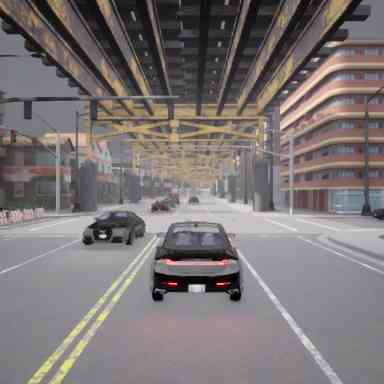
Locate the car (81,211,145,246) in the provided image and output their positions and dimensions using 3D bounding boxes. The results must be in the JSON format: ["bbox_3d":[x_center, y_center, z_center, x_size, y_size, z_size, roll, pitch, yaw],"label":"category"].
[{"bbox_3d":[-3.427,1.562,15.164,1.994,1.385,4.181,0,0,4],"label":"car"}]

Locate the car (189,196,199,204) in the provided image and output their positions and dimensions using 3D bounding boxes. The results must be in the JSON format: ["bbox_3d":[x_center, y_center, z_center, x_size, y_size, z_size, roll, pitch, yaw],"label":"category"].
[{"bbox_3d":[0.341,1.475,64.646,1.812,1.442,4.674,0,0,0],"label":"car"}]

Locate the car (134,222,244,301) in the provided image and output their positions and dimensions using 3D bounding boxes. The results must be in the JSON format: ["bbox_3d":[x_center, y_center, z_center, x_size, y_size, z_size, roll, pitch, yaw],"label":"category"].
[{"bbox_3d":[0.103,1.490,8.309,2.128,1.511,4.902,0,0,0],"label":"car"}]

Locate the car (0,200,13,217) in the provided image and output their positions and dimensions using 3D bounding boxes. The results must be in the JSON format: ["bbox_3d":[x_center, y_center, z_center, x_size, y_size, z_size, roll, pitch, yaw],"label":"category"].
[{"bbox_3d":[-16.715,1.291,25.986,4.536,1.218,1.853,0,0,-20],"label":"car"}]

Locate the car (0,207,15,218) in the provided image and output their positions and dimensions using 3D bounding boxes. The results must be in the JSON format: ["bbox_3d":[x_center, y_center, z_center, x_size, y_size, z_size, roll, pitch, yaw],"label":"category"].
[{"bbox_3d":[-16.666,1.449,26.004,4.974,1.542,2.038,0,0,-20],"label":"car"}]

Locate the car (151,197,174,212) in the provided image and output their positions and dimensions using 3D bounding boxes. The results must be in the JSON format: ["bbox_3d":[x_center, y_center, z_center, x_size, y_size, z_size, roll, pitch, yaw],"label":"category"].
[{"bbox_3d":[-3.466,1.595,37.972,1.895,1.301,4.718,0,0,1],"label":"car"}]

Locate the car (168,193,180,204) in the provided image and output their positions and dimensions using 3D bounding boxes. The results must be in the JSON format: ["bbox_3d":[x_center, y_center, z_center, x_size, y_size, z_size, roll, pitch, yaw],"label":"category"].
[{"bbox_3d":[-3.354,1.196,59.031,2.150,2.045,5.566,0,0,1],"label":"car"}]

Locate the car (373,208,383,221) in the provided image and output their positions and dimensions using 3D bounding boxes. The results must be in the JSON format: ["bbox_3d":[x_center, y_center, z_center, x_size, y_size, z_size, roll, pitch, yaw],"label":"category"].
[{"bbox_3d":[16.460,1.474,25.313,5.008,1.535,1.882,0,0,0],"label":"car"}]

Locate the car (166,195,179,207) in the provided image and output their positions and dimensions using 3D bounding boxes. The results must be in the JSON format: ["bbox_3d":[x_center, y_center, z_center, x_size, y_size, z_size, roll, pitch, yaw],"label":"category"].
[{"bbox_3d":[-3.415,1.541,48.339,2.033,1.411,5.357,0,0,0],"label":"car"}]
